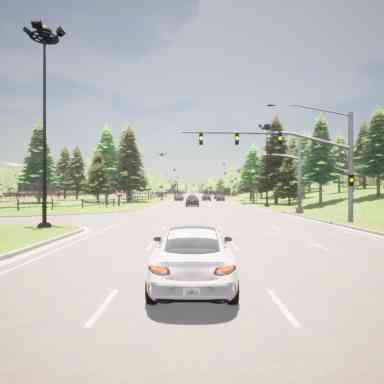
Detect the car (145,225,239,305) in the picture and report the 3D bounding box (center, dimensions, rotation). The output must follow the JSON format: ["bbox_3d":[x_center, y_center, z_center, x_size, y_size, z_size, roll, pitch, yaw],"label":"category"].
[{"bbox_3d":[0.017,1.526,7.956,1.812,1.442,4.674,0,0,0],"label":"car"}]

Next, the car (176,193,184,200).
[{"bbox_3d":[-3.379,1.187,92.866,2.097,1.767,4.553,0,0,0],"label":"car"}]

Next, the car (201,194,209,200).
[{"bbox_3d":[3.621,1.372,92.887,2.033,1.411,5.357,0,0,0],"label":"car"}]

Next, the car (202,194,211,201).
[{"bbox_3d":[3.608,1.348,82.854,2.097,1.767,4.553,0,0,0],"label":"car"}]

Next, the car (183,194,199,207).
[{"bbox_3d":[0.068,1.352,51.829,2.097,1.767,4.553,0,0,0],"label":"car"}]

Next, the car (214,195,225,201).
[{"bbox_3d":[7.108,1.517,82.463,2.128,1.511,4.902,0,0,0],"label":"car"}]

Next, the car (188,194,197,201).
[{"bbox_3d":[0.108,1.348,82.858,2.097,1.767,4.553,0,0,0],"label":"car"}]

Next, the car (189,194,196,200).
[{"bbox_3d":[0.121,1.332,92.892,1.837,1.490,4.892,0,0,0],"label":"car"}]

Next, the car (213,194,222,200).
[{"bbox_3d":[7.121,1.385,92.883,1.994,1.385,4.181,0,0,0],"label":"car"}]

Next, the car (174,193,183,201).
[{"bbox_3d":[-3.392,1.544,82.860,1.994,1.385,4.181,0,0,0],"label":"car"}]
